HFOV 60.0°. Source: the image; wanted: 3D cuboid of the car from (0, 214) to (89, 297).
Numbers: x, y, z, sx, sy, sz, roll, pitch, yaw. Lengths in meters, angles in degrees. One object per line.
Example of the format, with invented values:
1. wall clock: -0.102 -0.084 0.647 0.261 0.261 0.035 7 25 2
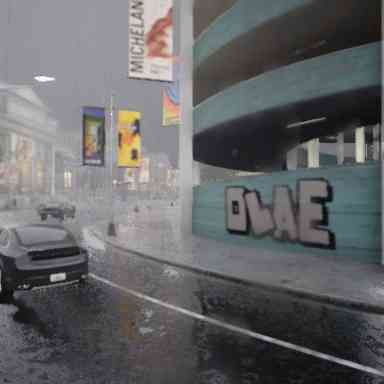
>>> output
1. car: -4.379 1.564 8.909 1.837 1.490 4.892 0 0 -40

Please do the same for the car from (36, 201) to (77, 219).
1. car: -11.616 1.707 29.222 1.837 1.490 4.892 0 -1 -2

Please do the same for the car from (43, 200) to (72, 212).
1. car: -18.018 1.873 44.932 1.994 1.385 4.181 0 -1 4

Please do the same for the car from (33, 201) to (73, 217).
1. car: -14.905 1.736 35.955 2.128 1.511 4.902 0 -1 3
